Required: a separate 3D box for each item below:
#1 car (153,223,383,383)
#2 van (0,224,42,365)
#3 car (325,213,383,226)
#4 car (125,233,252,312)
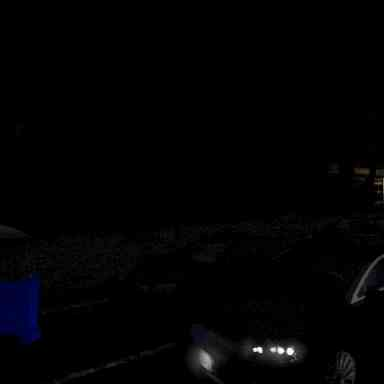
[{"bbox_3d":[2.144,1.488,4.894,4.902,1.511,2.128,0,0,-35],"label":"car"},{"bbox_3d":[-3.897,1.343,3.868,3.998,1.788,1.690,0,0,-35],"label":"van"},{"bbox_3d":[5.240,1.432,10.350,4.097,1.590,1.967,0,0,-35],"label":"car"},{"bbox_3d":[0.671,1.579,7.109,4.206,1.307,1.802,0,0,-35],"label":"car"}]
